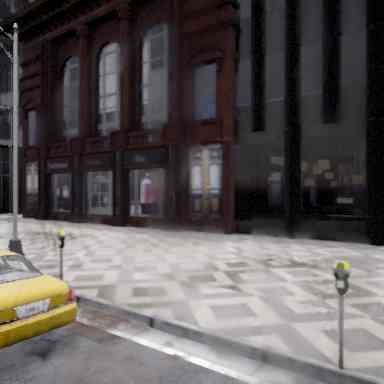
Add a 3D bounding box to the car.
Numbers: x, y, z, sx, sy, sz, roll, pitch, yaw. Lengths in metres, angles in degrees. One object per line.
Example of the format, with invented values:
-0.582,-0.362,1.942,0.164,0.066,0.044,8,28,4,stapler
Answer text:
-4.024,1.542,5.830,4.829,1.417,1.752,0,0,35,car
